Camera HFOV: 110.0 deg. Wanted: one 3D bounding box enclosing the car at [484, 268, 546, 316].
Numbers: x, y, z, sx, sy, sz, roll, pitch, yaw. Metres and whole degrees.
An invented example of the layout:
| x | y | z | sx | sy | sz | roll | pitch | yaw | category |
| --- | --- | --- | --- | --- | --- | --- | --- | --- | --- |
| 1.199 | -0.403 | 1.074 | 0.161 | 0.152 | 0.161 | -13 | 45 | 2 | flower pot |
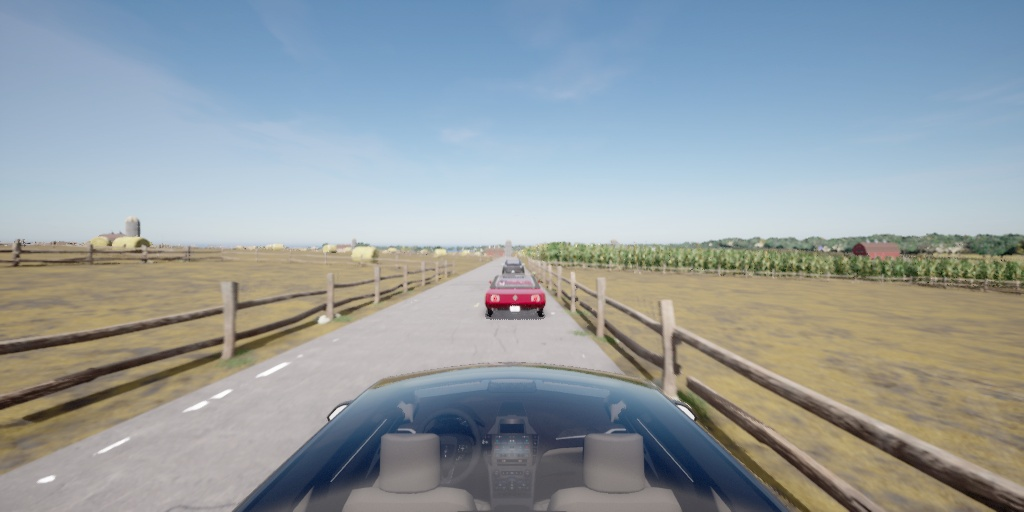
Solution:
| x | y | z | sx | sy | sz | roll | pitch | yaw | category |
| --- | --- | --- | --- | --- | --- | --- | --- | --- | --- |
| 0.093 | 1.278 | 12.943 | 1.895 | 1.301 | 4.718 | 0 | 0 | 0 | car |

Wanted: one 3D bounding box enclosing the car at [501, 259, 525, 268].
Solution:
| x | y | z | sx | sy | sz | roll | pitch | yaw | category |
| --- | --- | --- | --- | --- | --- | --- | --- | --- | --- |
| 0.098 | 1.030 | 30.928 | 2.128 | 1.511 | 4.902 | 0 | 0 | 0 | car |
